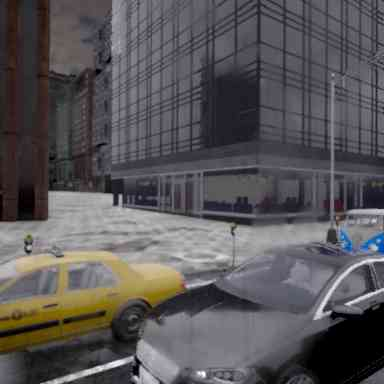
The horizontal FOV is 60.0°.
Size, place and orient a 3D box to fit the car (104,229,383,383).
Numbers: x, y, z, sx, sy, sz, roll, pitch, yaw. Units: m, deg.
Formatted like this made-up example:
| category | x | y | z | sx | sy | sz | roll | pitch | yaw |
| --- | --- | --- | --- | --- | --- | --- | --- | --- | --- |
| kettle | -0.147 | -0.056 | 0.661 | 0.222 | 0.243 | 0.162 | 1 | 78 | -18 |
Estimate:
| category | x | y | z | sx | sy | sz | roll | pitch | yaw |
| --- | --- | --- | --- | --- | --- | --- | --- | --- | --- |
| car | 1.599 | 1.531 | 4.511 | 4.902 | 1.511 | 2.128 | 1 | 0 | -35 |

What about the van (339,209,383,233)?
| category | x | y | z | sx | sy | sz | roll | pitch | yaw |
| --- | --- | --- | --- | --- | --- | --- | --- | --- | --- |
| van | 6.691 | 1.467 | 11.391 | 3.998 | 1.788 | 1.690 | 1 | 0 | -35 |

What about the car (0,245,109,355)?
| category | x | y | z | sx | sy | sz | roll | pitch | yaw |
| --- | --- | --- | --- | --- | --- | --- | --- | --- | --- |
| car | -2.316 | 1.535 | 4.997 | 4.829 | 1.417 | 1.752 | 1 | 0 | -35 |
